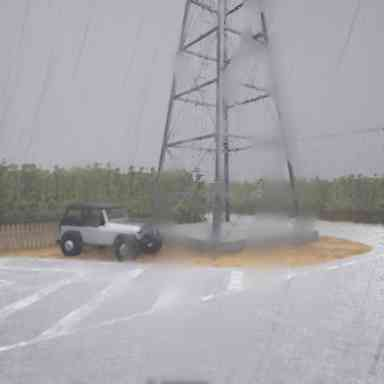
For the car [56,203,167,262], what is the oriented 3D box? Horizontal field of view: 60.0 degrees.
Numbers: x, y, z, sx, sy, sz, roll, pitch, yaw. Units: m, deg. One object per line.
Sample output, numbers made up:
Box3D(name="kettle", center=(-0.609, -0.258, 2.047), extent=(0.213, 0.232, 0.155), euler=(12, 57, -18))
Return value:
Box3D(name="car", center=(-2.995, 1.350, 12.049), extent=(3.866, 1.878, 1.905), euler=(0, 0, 23))
